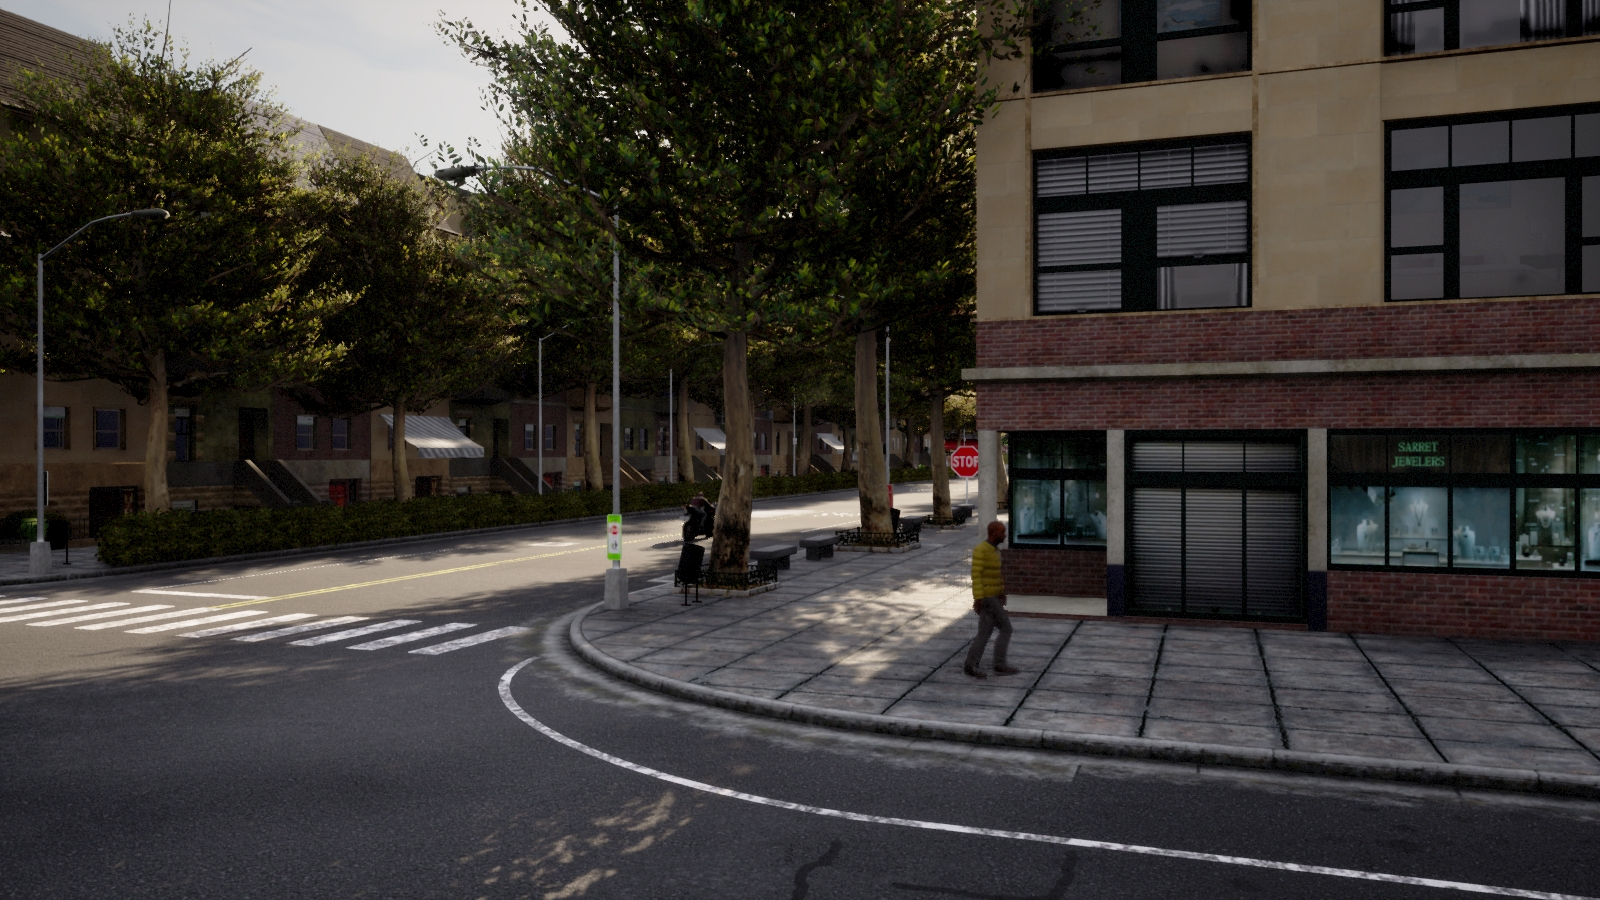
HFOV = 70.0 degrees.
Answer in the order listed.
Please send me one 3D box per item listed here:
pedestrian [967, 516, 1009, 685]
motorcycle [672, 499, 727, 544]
[{"bbox_3d":[2.143,1.697,13.022,0.375,1.860,0.375,0,0,27],"label":"pedestrian"},{"bbox_3d":[-3.111,2.211,35.544,0.867,1.251,2.209,0,0,20],"label":"motorcycle"}]
